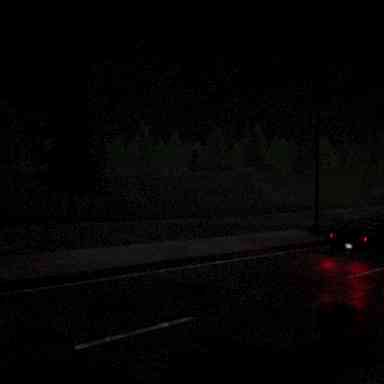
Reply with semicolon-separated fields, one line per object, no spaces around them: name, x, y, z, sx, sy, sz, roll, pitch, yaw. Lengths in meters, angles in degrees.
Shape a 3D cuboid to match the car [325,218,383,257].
car;7.616;1.733;13.604;4.718;1.301;1.895;1;0;-35
